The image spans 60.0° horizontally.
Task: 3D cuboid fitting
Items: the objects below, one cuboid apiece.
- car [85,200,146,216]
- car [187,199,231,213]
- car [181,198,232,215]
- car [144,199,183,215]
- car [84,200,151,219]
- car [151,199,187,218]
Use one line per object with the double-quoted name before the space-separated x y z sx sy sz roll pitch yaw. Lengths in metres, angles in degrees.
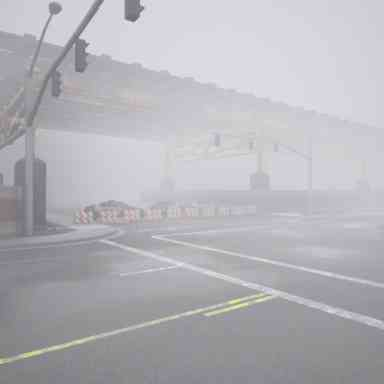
"car" -6.309 1.295 27.578 4.536 1.218 1.853 0 0 8
"car" 1.349 1.295 34.006 4.536 1.218 1.853 0 0 -7
"car" 1.400 1.453 34.013 4.974 1.542 2.038 0 0 -7
"car" -2.496 1.295 30.304 1.853 1.218 4.536 0 0 18
"car" -6.257 1.453 27.571 4.974 1.542 2.038 0 0 8
"car" -2.511 1.453 30.255 2.038 1.542 4.974 0 0 18
